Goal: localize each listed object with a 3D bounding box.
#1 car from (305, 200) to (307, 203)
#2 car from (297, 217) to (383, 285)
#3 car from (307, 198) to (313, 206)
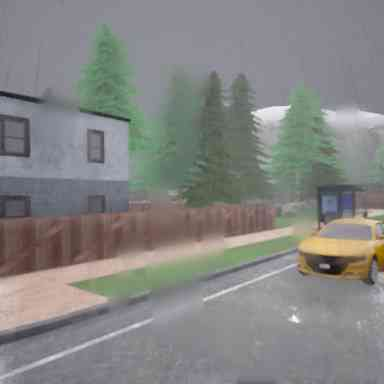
[{"bbox_3d":[22.800,1.848,66.821,1.905,1.878,3.866,-2,-1,40],"label":"car"},{"bbox_3d":[4.914,1.566,10.104,1.882,1.535,5.008,-2,-1,41],"label":"car"},{"bbox_3d":[24.978,1.794,65.507,1.932,1.855,4.605,-2,-1,40],"label":"car"}]
